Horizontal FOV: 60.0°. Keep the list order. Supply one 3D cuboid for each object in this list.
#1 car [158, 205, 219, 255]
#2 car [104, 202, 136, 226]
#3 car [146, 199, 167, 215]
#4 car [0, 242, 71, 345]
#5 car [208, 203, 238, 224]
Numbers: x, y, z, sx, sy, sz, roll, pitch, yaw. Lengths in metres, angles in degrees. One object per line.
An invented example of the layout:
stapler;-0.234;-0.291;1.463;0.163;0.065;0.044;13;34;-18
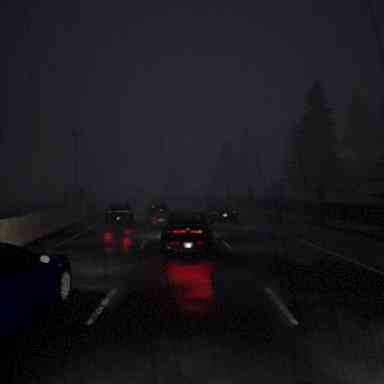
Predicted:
car;-0.275;1.474;13.264;1.837;1.490;4.892;0;0;-4
car;-4.985;1.438;23.202;2.128;1.511;4.902;0;0;-9
car;-3.379;1.451;32.378;1.812;1.442;4.674;0;0;-14
car;-3.428;1.466;4.993;1.882;1.535;5.008;0;0;-1
car;1.910;1.508;24.258;1.994;1.385;4.181;0;0;-9
